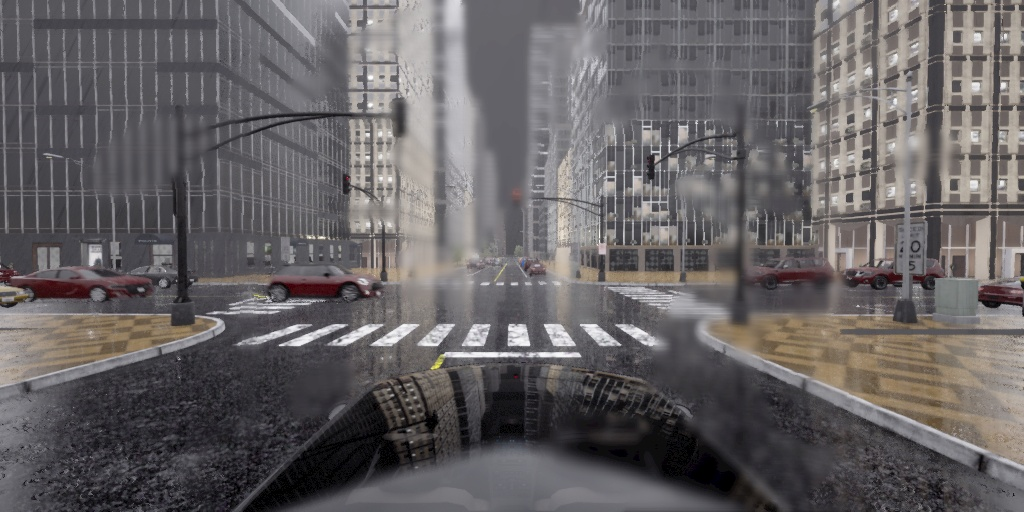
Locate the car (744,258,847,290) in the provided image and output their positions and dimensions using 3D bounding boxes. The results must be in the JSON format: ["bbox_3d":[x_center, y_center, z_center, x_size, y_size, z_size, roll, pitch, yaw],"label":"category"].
[{"bbox_3d":[16.567,1.026,21.637,5.009,1.841,2.192,0,0,0],"label":"car"}]

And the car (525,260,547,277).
[{"bbox_3d":[2.542,1.322,35.775,1.802,1.307,4.207,0,0,0],"label":"car"}]

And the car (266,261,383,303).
[{"bbox_3d":[-8.273,1.103,16.140,4.553,1.767,2.097,0,0,0],"label":"car"}]

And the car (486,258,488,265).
[{"bbox_3d":[-5.298,1.312,57.851,1.802,1.307,4.207,0,0,0],"label":"car"}]

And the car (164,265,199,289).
[{"bbox_3d":[-21.443,1.206,21.562,4.403,1.370,2.007,0,0,0],"label":"car"}]

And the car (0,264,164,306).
[{"bbox_3d":[-19.181,1.231,16.112,5.008,1.535,1.882,0,1,0],"label":"car"}]

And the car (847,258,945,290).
[{"bbox_3d":[22.899,1.034,21.649,5.009,1.841,2.192,0,0,0],"label":"car"}]

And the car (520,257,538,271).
[{"bbox_3d":[2.567,1.051,46.825,2.192,1.841,5.009,0,0,0],"label":"car"}]

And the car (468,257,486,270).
[{"bbox_3d":[-5.300,1.173,52.327,1.967,1.591,4.097,0,0,0],"label":"car"}]

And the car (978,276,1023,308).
[{"bbox_3d":[20.184,1.419,13.505,4.207,1.307,1.802,0,0,0],"label":"car"}]
